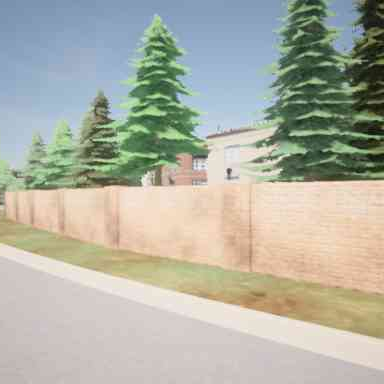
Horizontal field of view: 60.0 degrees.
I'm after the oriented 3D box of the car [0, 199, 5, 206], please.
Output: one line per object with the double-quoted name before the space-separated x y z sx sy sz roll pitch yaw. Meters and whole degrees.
"car" -37.087 2.052 66.986 1.994 1.385 4.181 0 -1 0
